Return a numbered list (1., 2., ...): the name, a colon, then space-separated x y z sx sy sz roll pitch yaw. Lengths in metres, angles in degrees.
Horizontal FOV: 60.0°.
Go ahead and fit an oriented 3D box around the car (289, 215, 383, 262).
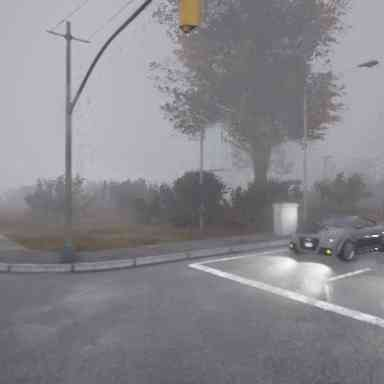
1. car: 5.499 1.566 12.212 4.181 1.385 1.994 0 0 -36
